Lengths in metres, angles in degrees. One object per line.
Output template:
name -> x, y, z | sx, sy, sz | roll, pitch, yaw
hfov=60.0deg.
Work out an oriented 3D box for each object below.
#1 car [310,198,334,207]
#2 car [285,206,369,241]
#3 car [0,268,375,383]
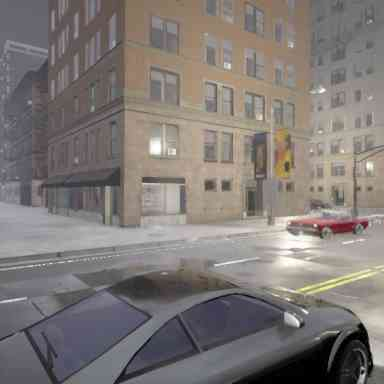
car -> 13.878, 1.486, 38.305 | 1.837, 1.490, 4.892 | 0, 0, -36
car -> 6.899, 1.602, 16.884 | 4.718, 1.301, 1.895 | 0, 0, -36
car -> 0.109, 1.564, 3.536 | 4.181, 1.385, 1.994 | 0, 0, -36
